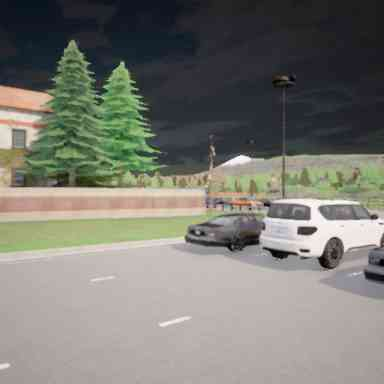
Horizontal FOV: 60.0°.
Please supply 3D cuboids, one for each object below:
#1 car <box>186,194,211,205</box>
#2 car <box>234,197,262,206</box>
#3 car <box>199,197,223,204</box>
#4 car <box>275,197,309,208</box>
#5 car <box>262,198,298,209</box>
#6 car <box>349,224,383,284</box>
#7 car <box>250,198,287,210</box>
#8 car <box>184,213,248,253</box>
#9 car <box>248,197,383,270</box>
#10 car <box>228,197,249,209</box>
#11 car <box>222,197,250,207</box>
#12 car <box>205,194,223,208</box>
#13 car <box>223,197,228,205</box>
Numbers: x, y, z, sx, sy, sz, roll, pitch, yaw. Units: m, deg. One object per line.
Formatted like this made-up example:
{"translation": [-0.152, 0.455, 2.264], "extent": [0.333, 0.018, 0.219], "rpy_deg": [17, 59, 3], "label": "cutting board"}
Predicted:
{"translation": [1.199, 1.384, 65.408], "extent": [2.150, 2.045, 5.566], "rpy_deg": [0, 0, -36], "label": "car"}
{"translation": [9.899, 1.670, 59.273], "extent": [2.128, 1.511, 4.902], "rpy_deg": [0, 0, -36], "label": "car"}
{"translation": [3.771, 1.725, 67.821], "extent": [2.033, 1.411, 5.357], "rpy_deg": [0, 0, -36], "label": "car"}
{"translation": [15.433, 1.656, 51.554], "extent": [1.882, 1.535, 5.008], "rpy_deg": [0, 0, -36], "label": "car"}
{"translation": [12.864, 1.655, 49.126], "extent": [2.128, 1.511, 4.902], "rpy_deg": [0, 0, -36], "label": "car"}
{"translation": [6.409, 1.590, 8.320], "extent": [5.357, 1.411, 2.033], "rpy_deg": [0, 0, -35], "label": "car"}
{"translation": [10.555, 1.627, 46.341], "extent": [1.882, 1.535, 5.008], "rpy_deg": [0, 0, -36], "label": "car"}
{"translation": [2.255, 1.589, 13.959], "extent": [5.357, 1.411, 2.033], "rpy_deg": [0, 0, -35], "label": "car"}
{"translation": [4.780, 1.265, 11.458], "extent": [5.566, 2.045, 2.150], "rpy_deg": [0, 0, -35], "label": "car"}
{"translation": [7.465, 1.486, 44.642], "extent": [2.097, 1.767, 4.553], "rpy_deg": [0, 0, -36], "label": "car"}
{"translation": [7.438, 1.641, 56.663], "extent": [1.882, 1.535, 5.008], "rpy_deg": [0, 0, -36], "label": "car"}
{"translation": [1.849, 1.355, 52.410], "extent": [2.150, 2.045, 5.566], "rpy_deg": [0, 0, -36], "label": "car"}
{"translation": [5.055, 1.653, 53.961], "extent": [1.837, 1.490, 4.892], "rpy_deg": [0, 0, -36], "label": "car"}
